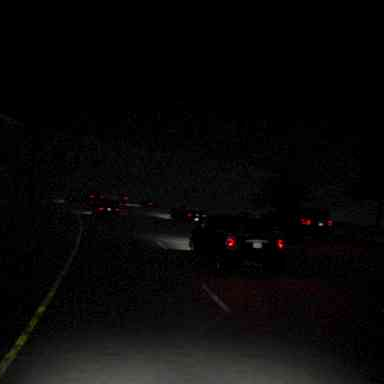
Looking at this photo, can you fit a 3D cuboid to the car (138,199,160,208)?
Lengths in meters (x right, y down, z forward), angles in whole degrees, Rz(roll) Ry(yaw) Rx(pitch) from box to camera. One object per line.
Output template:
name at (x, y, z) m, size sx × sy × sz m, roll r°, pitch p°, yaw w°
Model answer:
car at (-6.718, 1.732, 51.476) m, size 1.895 × 1.301 × 4.718 m, roll 4°, pitch -1°, yaw -30°

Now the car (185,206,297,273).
car at (1.393, 1.567, 11.753) m, size 2.097 × 1.767 × 4.553 m, roll 4°, pitch -1°, yaw -14°

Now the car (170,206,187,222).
car at (-0.408, 1.887, 28.875) m, size 1.895 × 1.301 × 4.718 m, roll 4°, pitch -1°, yaw -21°

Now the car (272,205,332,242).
car at (6.277, 1.845, 20.922) m, size 2.150 × 2.045 × 5.566 m, roll 4°, pitch -1°, yaw -18°

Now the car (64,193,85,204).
car at (-17.972, 1.003, 50.015) m, size 1.895 × 1.301 × 4.718 m, roll 4°, pitch -1°, yaw -31°

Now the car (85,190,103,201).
car at (-15.911, 0.789, 53.192) m, size 2.150 × 2.045 × 5.566 m, roll 5°, pitch -1°, yaw -31°

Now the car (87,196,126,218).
car at (-7.494, 1.381, 28.513) m, size 2.033 × 1.411 × 5.357 m, roll 4°, pitch -1°, yaw -23°

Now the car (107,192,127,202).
car at (-12.403, 1.022, 54.186) m, size 2.150 × 2.045 × 5.566 m, roll 5°, pitch -1°, yaw -31°
